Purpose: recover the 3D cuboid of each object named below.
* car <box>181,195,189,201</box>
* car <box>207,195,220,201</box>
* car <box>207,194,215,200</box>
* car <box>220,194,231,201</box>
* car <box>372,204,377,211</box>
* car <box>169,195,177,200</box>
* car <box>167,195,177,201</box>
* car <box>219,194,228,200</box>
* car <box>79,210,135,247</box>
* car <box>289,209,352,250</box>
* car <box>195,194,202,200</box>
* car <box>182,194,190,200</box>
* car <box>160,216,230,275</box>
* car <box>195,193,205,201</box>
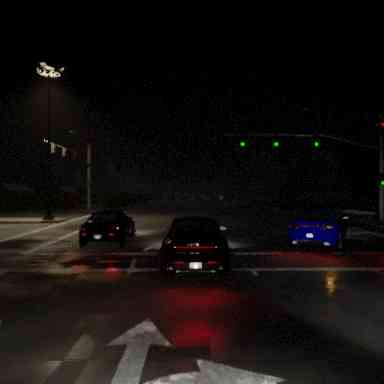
[{"bbox_3d":[-1.729,1.624,84.117,1.994,1.385,4.181,0,0,0],"label":"car"},{"bbox_3d":[5.269,1.549,83.673,1.882,1.535,5.008,0,0,0],"label":"car"},{"bbox_3d":[5.305,1.443,92.843,2.128,1.511,4.902,0,0,0],"label":"car"},{"bbox_3d":[8.775,1.618,85.247,2.033,1.411,5.357,0,0,0],"label":"car"},{"bbox_3d":[22.671,1.539,37.076,4.892,1.490,1.837,0,0,-1],"label":"car"},{"bbox_3d":[-5.195,1.470,92.884,1.994,1.385,4.181,0,0,0],"label":"car"},{"bbox_3d":[-5.228,1.427,84.484,2.097,1.767,4.553,0,0,0],"label":"car"},{"bbox_3d":[8.810,1.442,94.165,2.097,1.767,4.553,0,0,0],"label":"car"},{"bbox_3d":[-3.741,1.539,15.073,1.812,1.442,4.674,0,0,-3],"label":"car"},{"bbox_3d":[5.680,1.491,14.623,1.882,1.535,5.008,-2,-1,30],"label":"car"},{"bbox_3d":[1.805,1.395,92.857,1.882,1.535,5.008,0,0,0],"label":"car"},{"bbox_3d":[-1.695,1.443,92.870,2.128,1.511,4.902,0,0,0],"label":"car"},{"bbox_3d":[0.061,1.515,10.449,1.837,1.490,4.892,0,0,-1],"label":"car"},{"bbox_3d":[1.769,1.549,83.686,1.882,1.535,5.008,0,0,0],"label":"car"}]
